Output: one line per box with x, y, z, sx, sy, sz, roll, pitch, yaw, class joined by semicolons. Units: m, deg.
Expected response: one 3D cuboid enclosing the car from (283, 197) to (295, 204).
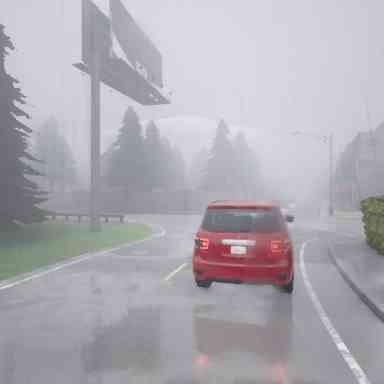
18.683;1.600;63.928;1.895;1.301;4.718;0;0;22;car

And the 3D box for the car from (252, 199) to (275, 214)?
8.002;1.525;37.013;1.812;1.442;4.674;0;0;21;car

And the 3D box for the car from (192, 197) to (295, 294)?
1.555;1.221;9.070;2.150;2.045;5.566;0;0;14;car

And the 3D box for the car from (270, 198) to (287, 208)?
13.002;1.599;49.699;1.895;1.301;4.718;0;0;22;car
